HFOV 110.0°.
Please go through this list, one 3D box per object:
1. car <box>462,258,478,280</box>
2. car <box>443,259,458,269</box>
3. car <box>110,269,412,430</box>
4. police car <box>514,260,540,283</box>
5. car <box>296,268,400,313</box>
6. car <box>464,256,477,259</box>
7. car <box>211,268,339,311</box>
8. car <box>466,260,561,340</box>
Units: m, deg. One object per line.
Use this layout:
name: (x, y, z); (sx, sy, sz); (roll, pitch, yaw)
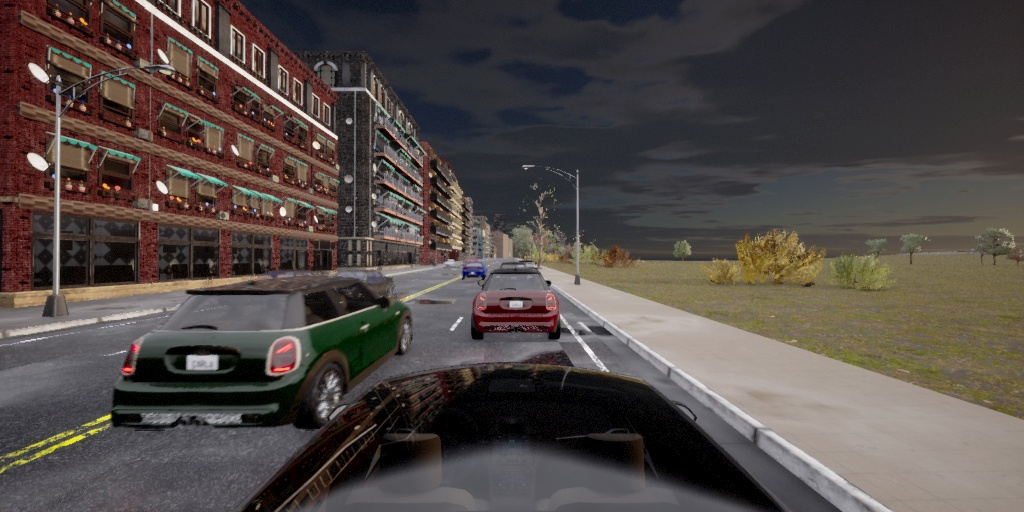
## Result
car: (-3.178, 1.231, 31.420); (1.882, 1.535, 5.008); (0, 0, 0)
car: (-9.887, 1.278, 57.599); (1.812, 1.442, 4.674); (0, 0, 0)
car: (-3.157, 1.103, 5.779); (2.097, 1.767, 4.553); (0, 0, 0)
police car: (1.110, 1.179, 29.437); (1.930, 1.638, 5.238); (0, 0, 0)
car: (-6.614, 1.300, 15.324); (2.033, 1.411, 5.357); (0, 0, 0)
car: (-6.641, 0.974, 57.590); (2.150, 2.045, 5.566); (0, 0, 0)
car: (-9.863, 1.300, 15.653); (2.033, 1.411, 5.357); (0, 0, 0)
car: (0.084, 1.103, 10.169); (2.097, 1.767, 4.553); (0, 0, 0)
